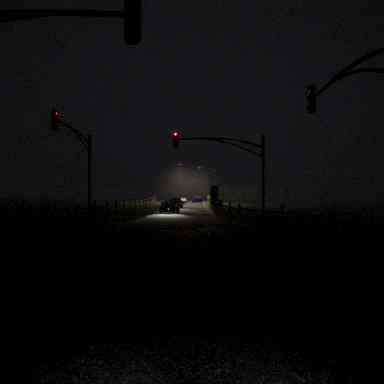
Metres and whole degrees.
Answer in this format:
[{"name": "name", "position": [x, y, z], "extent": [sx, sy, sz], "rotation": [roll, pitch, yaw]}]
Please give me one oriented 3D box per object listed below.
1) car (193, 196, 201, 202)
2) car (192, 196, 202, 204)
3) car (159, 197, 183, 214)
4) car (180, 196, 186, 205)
[{"name": "car", "position": [1.124, 1.617, 75.917], "extent": [1.895, 1.301, 4.718], "rotation": [0, 0, 1]}, {"name": "car", "position": [1.059, 1.495, 65.883], "extent": [1.882, 1.535, 5.008], "rotation": [0, 0, 1]}, {"name": "car", "position": [-2.370, 1.571, 35.961], "extent": [1.994, 1.385, 4.181], "rotation": [0, 0, 1]}, {"name": "car", "position": [-2.213, 1.536, 46.066], "extent": [1.812, 1.442, 4.674], "rotation": [0, 0, 1]}]
